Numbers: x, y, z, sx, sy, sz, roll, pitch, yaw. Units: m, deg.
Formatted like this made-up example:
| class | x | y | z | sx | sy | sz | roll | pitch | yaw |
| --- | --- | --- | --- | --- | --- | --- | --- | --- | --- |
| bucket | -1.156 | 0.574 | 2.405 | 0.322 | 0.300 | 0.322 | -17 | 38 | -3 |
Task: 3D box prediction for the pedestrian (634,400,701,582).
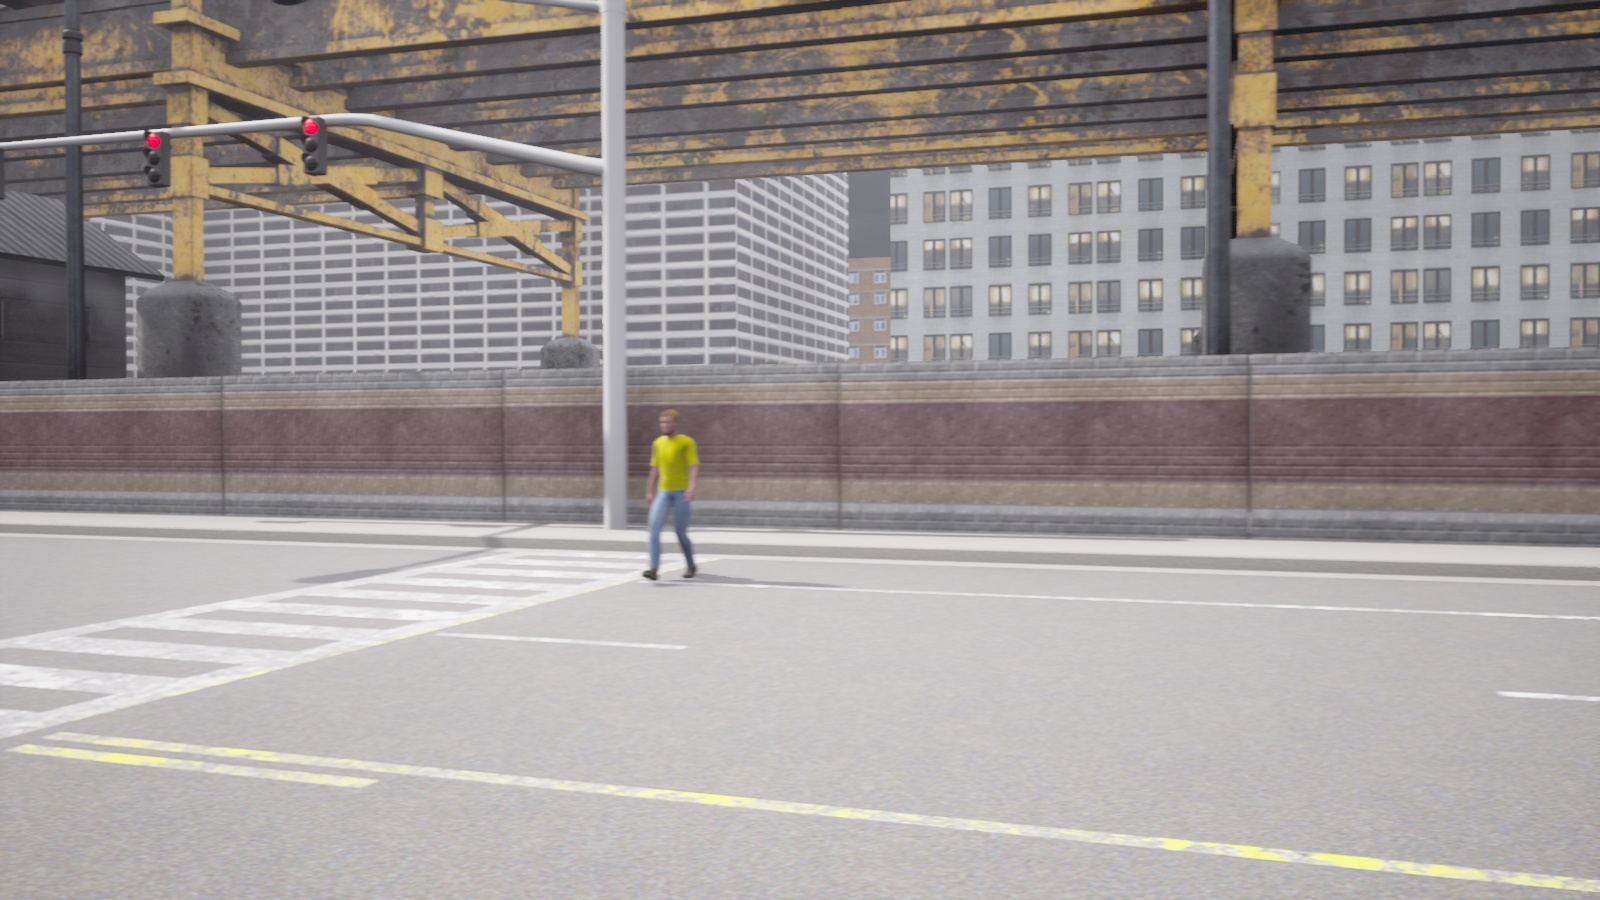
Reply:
| class | x | y | z | sx | sy | sz | roll | pitch | yaw |
| --- | --- | --- | --- | --- | --- | --- | --- | --- | --- |
| pedestrian | -1.372 | 0.406 | 13.058 | 0.354 | 1.836 | 0.706 | 1 | 1 | 27 |
